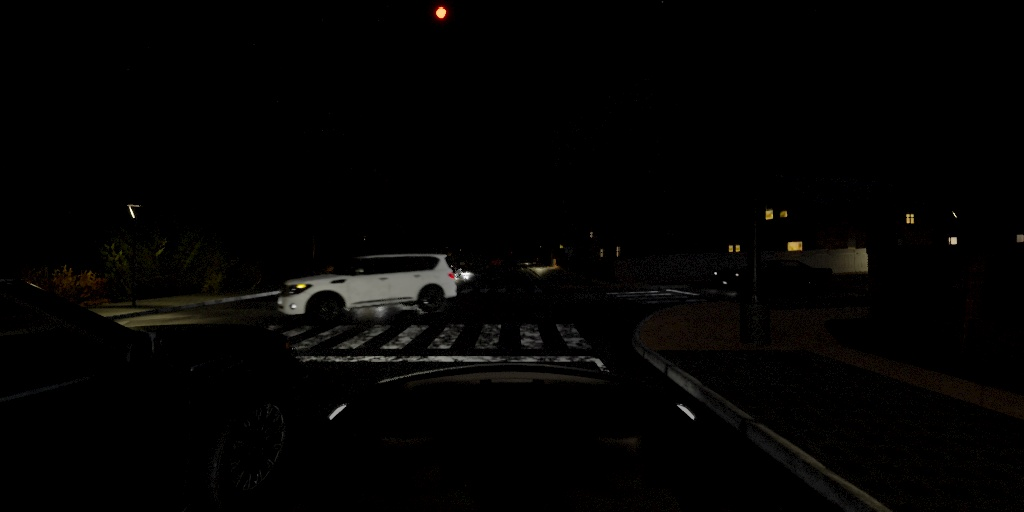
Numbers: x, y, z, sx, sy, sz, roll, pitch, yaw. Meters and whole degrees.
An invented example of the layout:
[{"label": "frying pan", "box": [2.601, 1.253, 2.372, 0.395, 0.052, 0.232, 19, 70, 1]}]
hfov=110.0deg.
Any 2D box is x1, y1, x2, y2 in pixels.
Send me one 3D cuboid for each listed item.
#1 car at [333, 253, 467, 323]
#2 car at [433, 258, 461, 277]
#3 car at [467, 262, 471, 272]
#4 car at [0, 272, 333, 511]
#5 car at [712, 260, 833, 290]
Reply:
[{"label": "car", "box": [-4.616, 0.945, 12.163, 5.566, 2.045, 2.150, -1, -1, -38]}, {"label": "car", "box": [-6.590, 1.123, 36.872, 2.097, 1.767, 4.553, 0, 0, 0]}, {"label": "car", "box": [-6.585, 1.384, 47.896, 1.895, 1.301, 4.718, 0, 0, 0]}, {"label": "car", "box": [-3.159, 0.971, 1.207, 2.150, 2.045, 5.566, 0, 0, 2]}, {"label": "car", "box": [12.026, 0.852, 16.779, 4.718, 1.301, 1.895, -2, -1, -5]}]
